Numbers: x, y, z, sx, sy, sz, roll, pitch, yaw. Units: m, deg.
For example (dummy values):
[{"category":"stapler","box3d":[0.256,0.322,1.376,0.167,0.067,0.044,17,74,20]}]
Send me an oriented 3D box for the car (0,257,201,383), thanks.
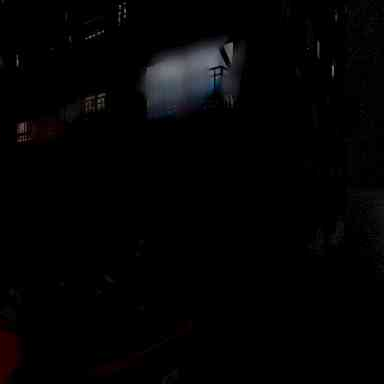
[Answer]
[{"category":"car","box3d":[-2.012,1.545,4.306,4.507,1.381,1.887,0,0,35]}]
